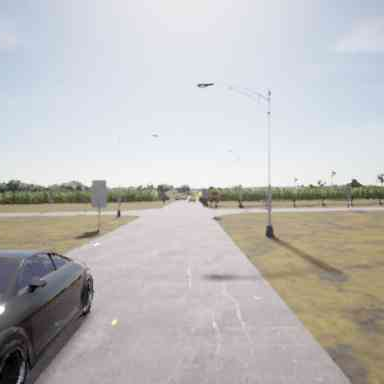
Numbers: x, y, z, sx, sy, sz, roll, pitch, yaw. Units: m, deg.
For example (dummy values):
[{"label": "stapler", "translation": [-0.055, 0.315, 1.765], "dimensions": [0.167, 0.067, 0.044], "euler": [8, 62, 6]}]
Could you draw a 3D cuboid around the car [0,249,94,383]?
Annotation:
[{"label": "car", "translation": [-2.848, 1.559, 4.687], "dimensions": [1.994, 1.385, 4.181], "euler": [0, 0, 0]}]

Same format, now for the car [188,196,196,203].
[{"label": "car", "translation": [0.003, 1.927, 85.900], "dimensions": [1.882, 1.535, 5.008], "euler": [0, -1, 0]}]

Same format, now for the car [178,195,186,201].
[{"label": "car", "translation": [-2.747, 1.646, 90.489], "dimensions": [1.812, 1.442, 4.674], "euler": [0, -1, 0]}]
